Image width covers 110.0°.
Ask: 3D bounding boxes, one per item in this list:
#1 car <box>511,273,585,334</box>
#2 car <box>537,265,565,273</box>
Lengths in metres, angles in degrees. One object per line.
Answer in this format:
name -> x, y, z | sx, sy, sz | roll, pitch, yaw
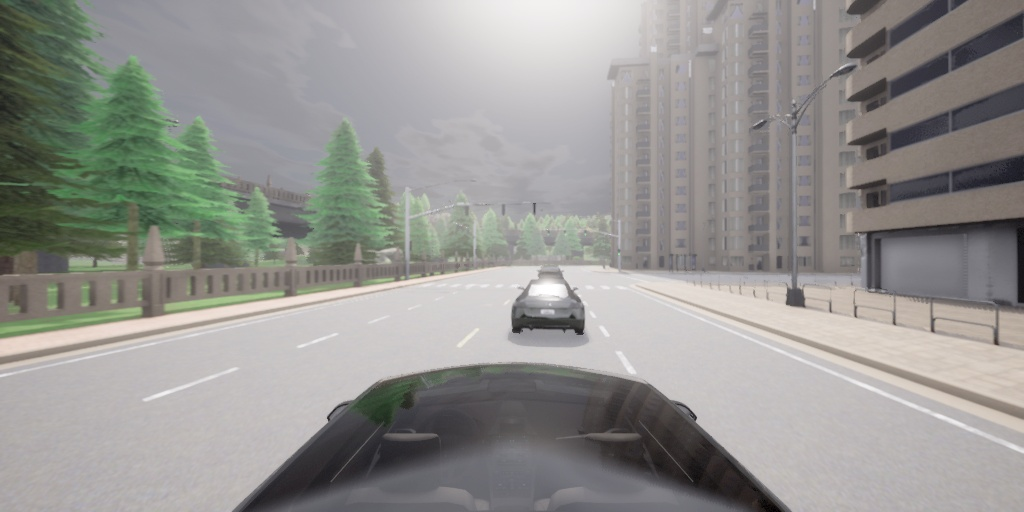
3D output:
car -> 1.099, 1.387, 11.008 | 1.994, 1.385, 4.181 | 0, 0, 6
car -> 2.943, 1.455, 27.444 | 1.837, 1.490, 4.892 | 0, 0, 7
